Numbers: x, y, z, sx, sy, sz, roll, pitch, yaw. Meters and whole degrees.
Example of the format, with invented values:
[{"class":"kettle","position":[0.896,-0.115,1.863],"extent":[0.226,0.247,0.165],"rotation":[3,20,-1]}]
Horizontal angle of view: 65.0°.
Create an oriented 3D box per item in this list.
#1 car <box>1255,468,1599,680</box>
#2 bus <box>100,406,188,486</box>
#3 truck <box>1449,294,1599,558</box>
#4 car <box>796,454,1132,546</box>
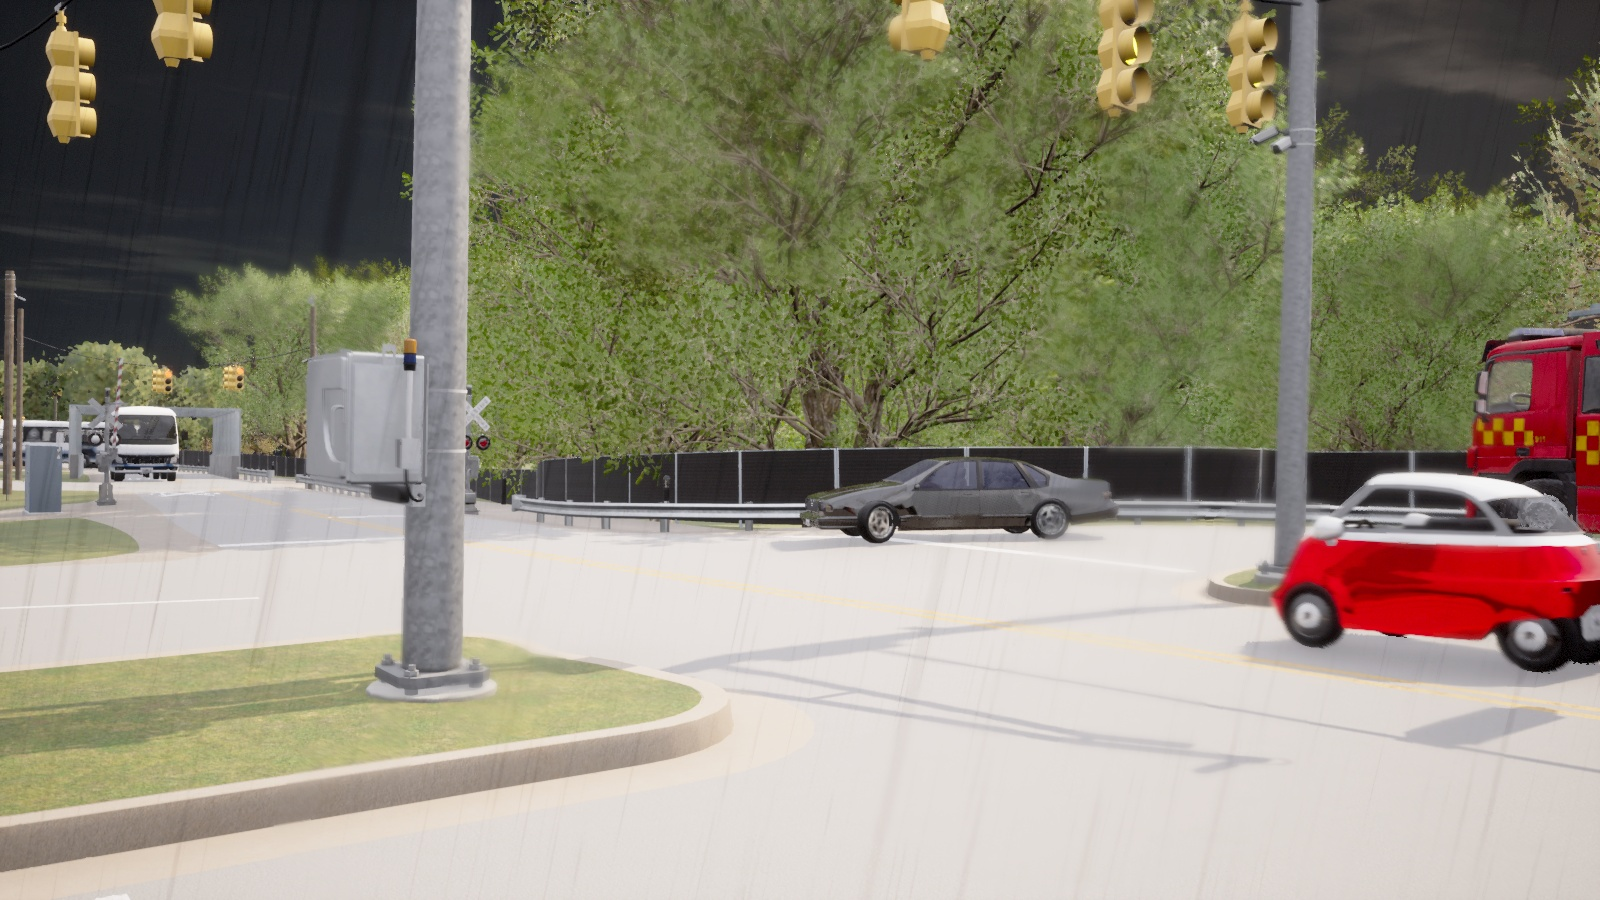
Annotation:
[{"class":"car","position":[4.903,0.839,9.626],"extent":[1.481,1.376,2.207],"rotation":[1,-1,-36]},{"class":"bus","position":[-38.124,-0.189,72.777],"extent":[3.944,4.253,10.273],"rotation":[0,0,-31]},{"class":"truck","position":[13.218,-0.340,17.421],"extent":[2.891,3.827,8.468],"rotation":[0,1,-10]},{"class":"car","position":[2.764,0.806,21.676],"extent":[5.357,1.411,2.033],"rotation":[-1,0,-11]}]
